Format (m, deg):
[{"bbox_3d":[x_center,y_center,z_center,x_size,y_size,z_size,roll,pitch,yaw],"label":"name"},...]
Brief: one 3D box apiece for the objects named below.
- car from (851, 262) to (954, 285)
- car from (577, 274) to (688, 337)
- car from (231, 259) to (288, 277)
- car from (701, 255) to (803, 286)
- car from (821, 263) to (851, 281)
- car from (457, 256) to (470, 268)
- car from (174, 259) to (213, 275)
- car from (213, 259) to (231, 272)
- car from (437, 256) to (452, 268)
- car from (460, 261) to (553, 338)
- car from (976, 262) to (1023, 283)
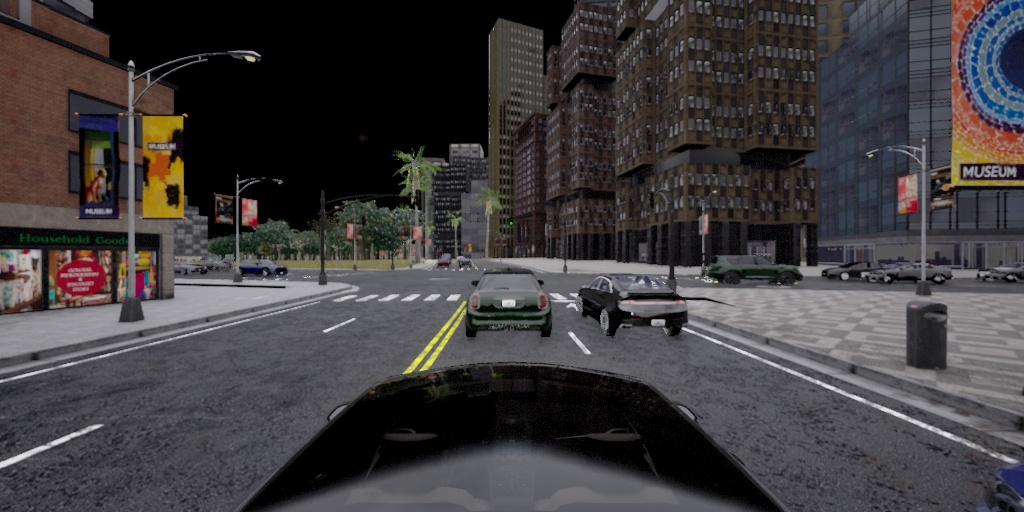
[{"bbox_3d":[28.439,1.233,26.002,4.902,1.511,2.128,0,0,13],"label":"car"},{"bbox_3d":[3.175,1.257,10.353,2.128,1.511,4.902,0,0,-1],"label":"car"},{"bbox_3d":[-24.246,1.054,34.875,4.553,1.767,2.097,0,0,13],"label":"car"},{"bbox_3d":[16.830,0.969,25.162,5.566,2.045,2.150,0,0,13],"label":"car"},{"bbox_3d":[28.402,1.238,29.349,4.892,1.490,1.837,0,0,14],"label":"car"},{"bbox_3d":[-7.326,1.057,55.443,2.033,1.411,5.357,0,1,-12],"label":"car"},{"bbox_3d":[-33.923,1.248,37.178,4.181,1.385,1.994,0,0,13],"label":"car"},{"bbox_3d":[-37.616,1.151,44.946,4.902,1.511,2.128,0,0,13],"label":"car"},{"bbox_3d":[-10.500,1.112,54.856,1.895,1.301,4.718,0,1,-11],"label":"car"},{"bbox_3d":[-0.118,1.116,10.402,2.097,1.767,4.553,0,0,-1],"label":"car"},{"bbox_3d":[38.504,1.230,26.942,4.902,1.511,2.128,0,0,14],"label":"car"}]
